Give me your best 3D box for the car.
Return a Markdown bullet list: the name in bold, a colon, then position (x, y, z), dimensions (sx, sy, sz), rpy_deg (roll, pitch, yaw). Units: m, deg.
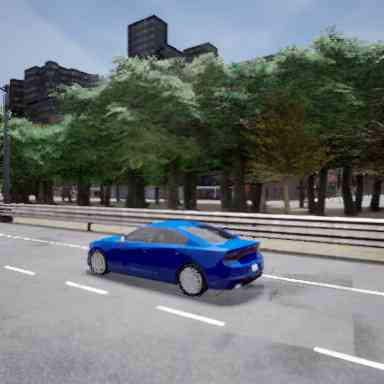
- **car**: position (-0.653, 1.496, 8.638), dimensions (5.008, 1.535, 1.882), rpy_deg (0, 0, 36)
